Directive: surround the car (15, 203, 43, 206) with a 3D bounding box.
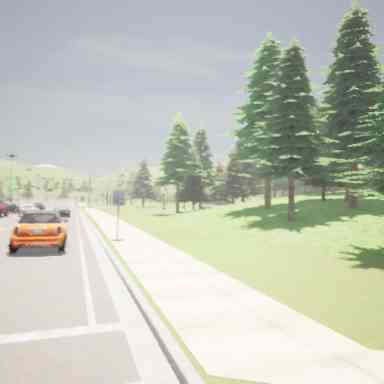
[{"bbox_3d":[-19.074,2.180,39.053,1.812,1.442,4.674,2,-2,-19],"label":"car"}]

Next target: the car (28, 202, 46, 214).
[{"bbox_3d":[-22.428,2.309,48.316,1.882,1.535,5.008,2,-2,-20],"label":"car"}]

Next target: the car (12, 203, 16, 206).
[{"bbox_3d":[-25.716,2.221,47.119,2.128,1.511,4.902,2,-2,-20],"label":"car"}]

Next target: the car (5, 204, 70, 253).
[{"bbox_3d":[-6.799,1.625,15.137,2.097,1.767,4.553,2,-2,-19],"label":"car"}]

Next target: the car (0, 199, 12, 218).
[{"bbox_3d":[-22.078,1.758,37.060,2.150,2.045,5.566,2,-2,-19],"label":"car"}]

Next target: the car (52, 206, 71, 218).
[{"bbox_3d":[-15.539,2.348,39.692,1.895,1.301,4.718,2,-2,-20],"label":"car"}]
